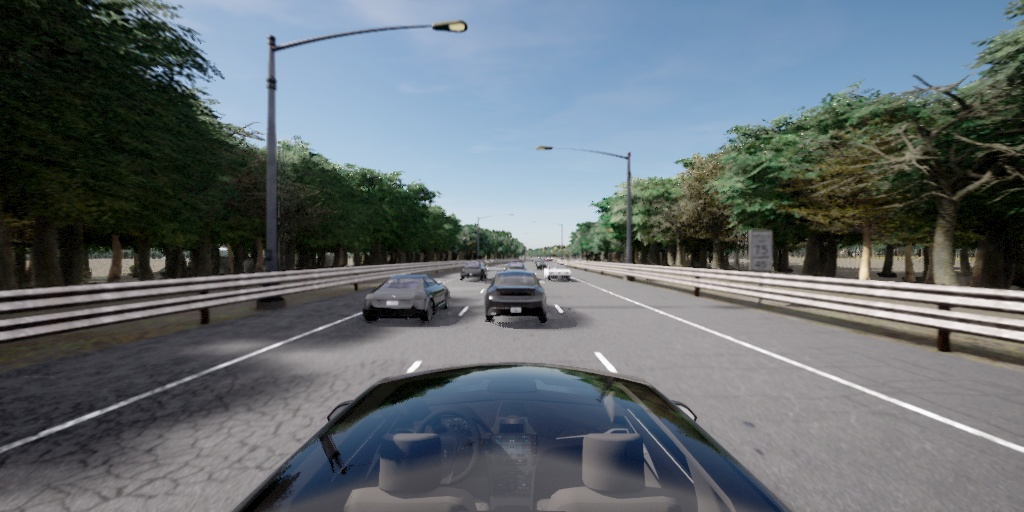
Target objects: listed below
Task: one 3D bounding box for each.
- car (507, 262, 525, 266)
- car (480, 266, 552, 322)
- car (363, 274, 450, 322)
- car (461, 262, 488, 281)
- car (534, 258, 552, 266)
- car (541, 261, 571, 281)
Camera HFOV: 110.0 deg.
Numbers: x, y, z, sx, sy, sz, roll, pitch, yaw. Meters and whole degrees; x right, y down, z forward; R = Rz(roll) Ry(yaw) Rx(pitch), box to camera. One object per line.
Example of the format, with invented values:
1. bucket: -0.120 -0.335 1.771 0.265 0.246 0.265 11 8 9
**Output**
1. car: 0.368 1.236 30.366 2.128 1.511 4.902 0 0 1
2. car: 0.119 1.242 12.298 1.837 1.490 4.892 0 0 0
3. car: -3.382 1.301 12.178 1.994 1.385 4.181 0 0 0
4. car: -3.134 1.235 30.332 2.128 1.511 4.902 0 0 1
5. car: 4.578 1.419 54.117 1.895 1.301 4.718 0 0 3
6. car: 3.753 1.345 30.258 1.895 1.301 4.718 0 0 1
